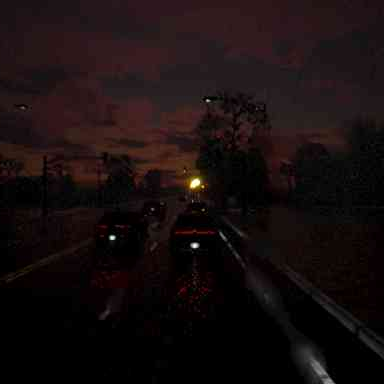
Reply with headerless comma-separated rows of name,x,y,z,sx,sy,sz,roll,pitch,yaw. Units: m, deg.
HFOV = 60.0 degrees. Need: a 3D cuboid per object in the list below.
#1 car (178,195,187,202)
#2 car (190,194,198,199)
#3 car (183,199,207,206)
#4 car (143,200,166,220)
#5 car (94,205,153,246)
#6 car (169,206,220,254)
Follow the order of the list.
car,-2.664,1.897,89.839,1.994,1.385,4.181,0,0,1
car,0.579,1.570,89.431,2.150,2.045,5.566,0,0,1
car,0.566,1.637,29.614,1.837,1.490,4.892,0,0,6
car,-3.414,1.490,29.997,2.097,1.767,4.553,0,0,-3
car,-3.151,1.575,15.574,1.837,1.490,4.892,0,-1,0
car,0.100,1.570,13.810,1.837,1.490,4.892,0,0,0
